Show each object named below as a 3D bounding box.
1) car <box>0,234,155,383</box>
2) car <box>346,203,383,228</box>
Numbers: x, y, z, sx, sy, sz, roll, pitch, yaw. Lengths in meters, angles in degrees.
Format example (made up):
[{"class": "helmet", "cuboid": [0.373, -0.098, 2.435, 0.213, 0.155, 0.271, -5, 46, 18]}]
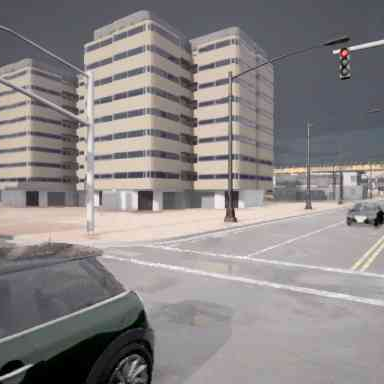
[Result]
[{"class": "car", "cuboid": [-2.385, 1.349, 2.498, 2.097, 1.767, 4.553, 0, 0, 35]}, {"class": "car", "cuboid": [11.798, 1.498, 22.546, 2.128, 1.511, 4.902, 0, 0, 35]}]
